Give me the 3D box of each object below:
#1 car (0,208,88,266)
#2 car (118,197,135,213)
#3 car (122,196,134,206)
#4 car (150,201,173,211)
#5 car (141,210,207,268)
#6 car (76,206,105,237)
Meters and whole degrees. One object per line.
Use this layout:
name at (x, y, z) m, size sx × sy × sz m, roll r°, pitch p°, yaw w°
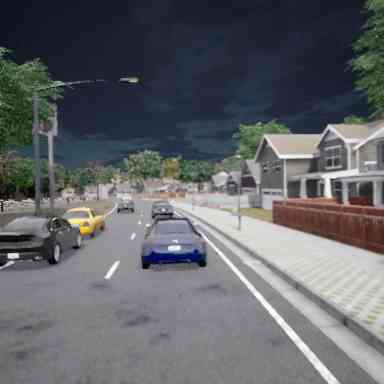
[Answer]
car at (-5.331, 1.582, 11.946) m, size 1.837 × 1.490 × 4.892 m, roll -1°, pitch 0°, yaw -5°
car at (-7.594, 1.562, 38.470) m, size 2.033 × 1.411 × 5.357 m, roll -1°, pitch 0°, yaw -9°
car at (-10.988, 1.517, 56.940) m, size 1.812 × 1.442 × 4.674 m, roll -1°, pitch 0°, yaw -12°
car at (-2.635, 1.496, 29.237) m, size 2.033 × 1.411 × 5.357 m, roll -1°, pitch 0°, yaw -8°
car at (-0.662, 1.546, 11.367) m, size 1.994 × 1.385 × 4.181 m, roll -1°, pitch 0°, yaw -5°
car at (-5.941, 1.521, 18.118) m, size 1.801 × 1.575 × 5.366 m, roll -1°, pitch 0°, yaw -6°
